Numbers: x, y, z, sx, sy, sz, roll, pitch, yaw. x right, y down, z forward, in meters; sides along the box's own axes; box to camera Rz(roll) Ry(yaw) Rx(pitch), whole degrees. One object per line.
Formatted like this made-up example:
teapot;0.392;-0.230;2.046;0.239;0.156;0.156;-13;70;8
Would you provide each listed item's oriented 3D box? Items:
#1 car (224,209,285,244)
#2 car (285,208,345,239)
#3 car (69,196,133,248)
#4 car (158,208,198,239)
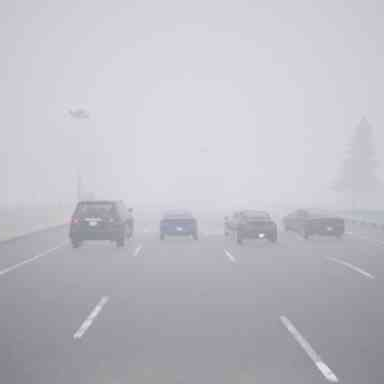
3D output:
car;2.820;1.641;16.799;1.837;1.490;4.892;0;0;-4
car;6.505;1.622;18.332;1.882;1.535;5.008;0;0;-2
car;-4.095;1.356;15.762;2.150;2.045;5.566;0;0;-4
car;-0.816;1.629;18.289;1.882;1.535;5.008;0;0;-5
